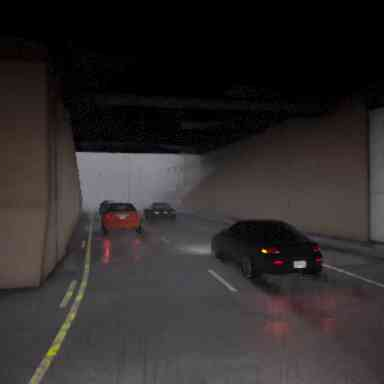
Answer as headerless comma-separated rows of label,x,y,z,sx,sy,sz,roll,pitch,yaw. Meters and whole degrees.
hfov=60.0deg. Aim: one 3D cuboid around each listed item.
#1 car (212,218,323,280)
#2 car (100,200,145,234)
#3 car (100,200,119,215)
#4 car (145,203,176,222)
car,1.987,1.507,9.887,1.812,1.442,4.674,0,0,-12
car,-4.328,1.401,19.973,2.097,1.767,4.553,-1,0,-16
car,-8.977,1.626,35.987,1.812,1.442,4.674,-1,0,-16
car,-2.658,1.580,26.888,2.033,1.411,5.357,-1,0,-16
